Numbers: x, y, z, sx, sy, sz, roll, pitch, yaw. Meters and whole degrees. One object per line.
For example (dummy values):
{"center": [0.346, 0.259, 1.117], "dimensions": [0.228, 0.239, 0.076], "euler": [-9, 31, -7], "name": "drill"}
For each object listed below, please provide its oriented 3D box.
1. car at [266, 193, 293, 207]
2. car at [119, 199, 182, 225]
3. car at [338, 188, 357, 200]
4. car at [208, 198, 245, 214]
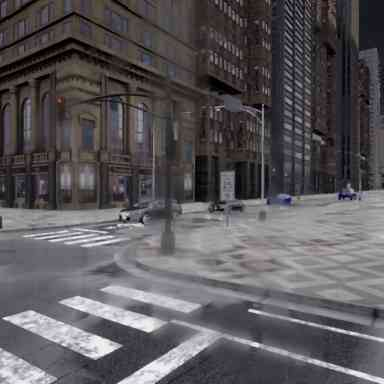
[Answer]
{"center": [10.691, 0.918, 40.494], "dimensions": [1.882, 1.535, 5.008], "euler": [0, 1, 36], "name": "car"}
{"center": [-2.629, 1.237, 21.901], "dimensions": [2.128, 1.511, 4.902], "euler": [0, 1, 36], "name": "car"}
{"center": [27.031, 0.362, 57.855], "dimensions": [2.150, 2.045, 5.566], "euler": [0, 1, 36], "name": "car"}
{"center": [3.174, 1.176, 30.021], "dimensions": [1.994, 1.385, 4.181], "euler": [0, 1, 35], "name": "car"}
